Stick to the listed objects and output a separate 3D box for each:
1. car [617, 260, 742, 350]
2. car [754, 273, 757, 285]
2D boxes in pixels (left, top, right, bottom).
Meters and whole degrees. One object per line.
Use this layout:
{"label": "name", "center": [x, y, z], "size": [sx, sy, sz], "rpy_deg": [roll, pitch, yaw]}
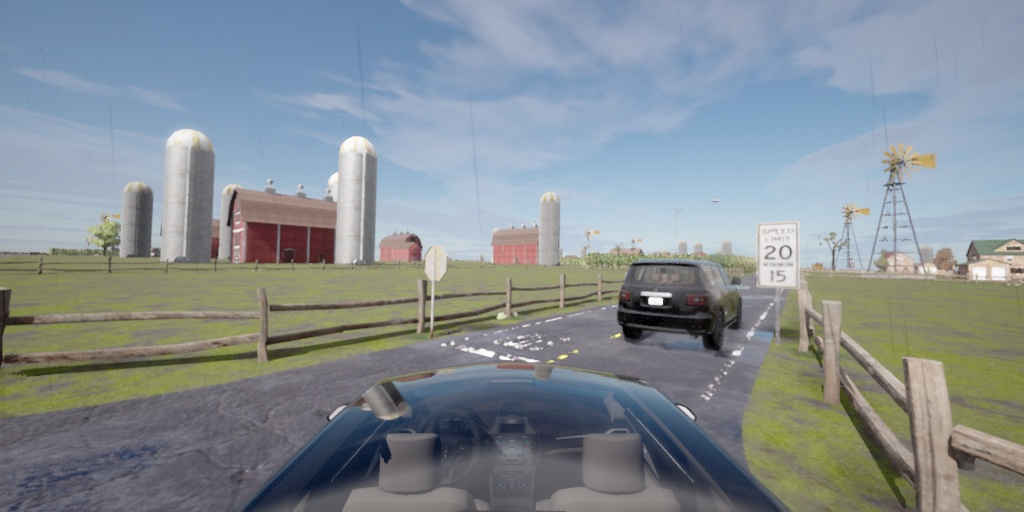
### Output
{"label": "car", "center": [4.814, 1.136, 9.916], "size": [2.150, 2.045, 5.566], "rpy_deg": [0, -1, 39]}
{"label": "car", "center": [24.850, 2.036, 34.806], "size": [1.882, 1.535, 5.008], "rpy_deg": [0, -1, 39]}
